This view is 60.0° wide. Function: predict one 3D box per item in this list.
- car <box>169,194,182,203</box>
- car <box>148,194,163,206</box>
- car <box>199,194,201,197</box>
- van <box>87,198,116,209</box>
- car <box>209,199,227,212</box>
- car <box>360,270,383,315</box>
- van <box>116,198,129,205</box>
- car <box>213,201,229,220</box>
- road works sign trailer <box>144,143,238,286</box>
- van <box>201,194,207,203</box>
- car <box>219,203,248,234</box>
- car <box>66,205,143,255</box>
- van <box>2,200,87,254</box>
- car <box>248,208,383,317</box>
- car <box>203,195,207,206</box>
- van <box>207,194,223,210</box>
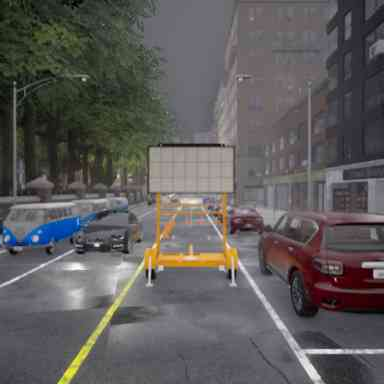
[{"bbox_3d":[-3.125,1.349,61.811,1.882,1.535,5.008,0,0,0],"label":"car"},{"bbox_3d":[-5.767,1.213,52.590,2.192,1.841,5.009,0,0,0],"label":"car"},{"bbox_3d":[2.748,1.447,58.307,1.947,1.339,4.313,0,0,0],"label":"car"},{"bbox_3d":[-5.706,1.315,18.642,1.690,1.788,3.998,0,0,0],"label":"van"},{"bbox_3d":[2.799,1.534,30.005,1.802,1.307,4.206,0,0,0],"label":"car"},{"bbox_3d":[2.851,1.580,1.702,1.802,1.307,4.206,0,0,0],"label":"car"},{"bbox_3d":[-5.716,1.305,24.301,1.690,1.788,3.998,0,0,0],"label":"van"},{"bbox_3d":[2.810,1.546,24.344,1.802,1.307,4.206,0,0,0],"label":"car"},{"bbox_3d":[-0.017,0.453,9.310,2.380,3.560,2.880,0,0,0],"label":"road works sign trailer"},{"bbox_3d":[2.758,1.239,52.646,1.690,1.788,3.998,0,0,0],"label":"van"},{"bbox_3d":[2.820,1.519,18.684,1.887,1.381,4.507,0,0,0],"label":"car"},{"bbox_3d":[-3.125,1.488,13.340,1.837,1.490,4.892,0,0,0],"label":"car"},{"bbox_3d":[-5.695,1.325,12.985,1.690,1.788,3.998,0,0,0],"label":"van"},{"bbox_3d":[2.840,1.306,7.362,2.192,1.841,5.009,0,0,0],"label":"car"},{"bbox_3d":[2.779,1.472,41.326,1.887,1.381,4.507,0,0,0],"label":"car"},{"bbox_3d":[2.789,1.281,35.665,1.690,1.788,3.998,0,0,0],"label":"van"}]
